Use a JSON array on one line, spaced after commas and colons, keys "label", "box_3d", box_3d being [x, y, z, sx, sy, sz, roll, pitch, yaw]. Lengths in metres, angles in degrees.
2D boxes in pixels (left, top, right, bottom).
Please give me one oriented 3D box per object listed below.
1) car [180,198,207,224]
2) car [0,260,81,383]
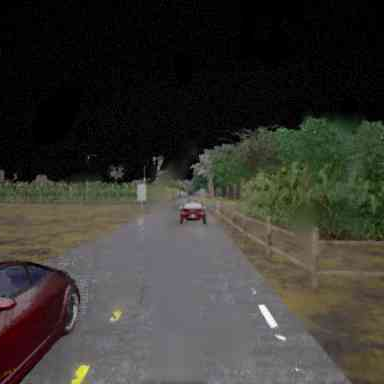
[{"label": "car", "box_3d": [0.079, 1.478, 25.094, 1.882, 1.535, 5.008, 0, 0, 0]}, {"label": "car", "box_3d": [-2.851, 1.563, 3.905, 1.994, 1.385, 4.181, 0, 0, 0]}]
